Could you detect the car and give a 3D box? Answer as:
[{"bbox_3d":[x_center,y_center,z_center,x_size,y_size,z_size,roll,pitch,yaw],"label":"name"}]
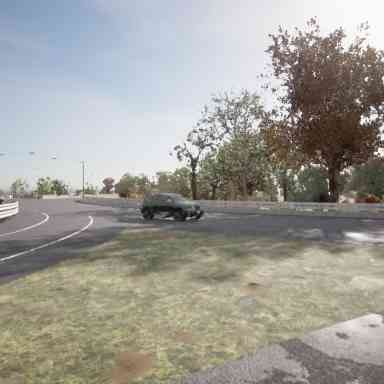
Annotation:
[{"bbox_3d":[-1.707,1.152,26.604,5.566,2.045,2.150,0,0,38],"label":"car"}]
